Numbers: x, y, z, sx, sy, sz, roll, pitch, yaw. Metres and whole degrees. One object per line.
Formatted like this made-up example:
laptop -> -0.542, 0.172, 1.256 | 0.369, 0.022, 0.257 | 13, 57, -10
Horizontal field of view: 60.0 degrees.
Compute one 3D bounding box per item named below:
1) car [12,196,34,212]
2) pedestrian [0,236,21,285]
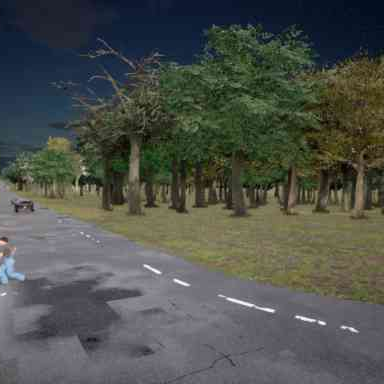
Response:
car -> -19.471, 1.451, 38.476 | 1.837, 1.490, 4.892 | 0, 0, -30
pedestrian -> -4.367, 1.574, 7.919 | 0.375, 1.300, 0.375 | -2, 3, -30
